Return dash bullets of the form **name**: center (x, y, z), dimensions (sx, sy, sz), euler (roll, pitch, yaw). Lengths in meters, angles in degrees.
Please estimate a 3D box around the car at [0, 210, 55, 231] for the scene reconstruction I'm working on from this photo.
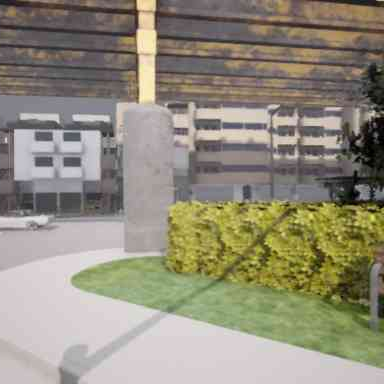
- **car**: center (-11.719, 1.847, 21.892), dimensions (4.718, 1.301, 1.895), euler (0, 0, -9)
